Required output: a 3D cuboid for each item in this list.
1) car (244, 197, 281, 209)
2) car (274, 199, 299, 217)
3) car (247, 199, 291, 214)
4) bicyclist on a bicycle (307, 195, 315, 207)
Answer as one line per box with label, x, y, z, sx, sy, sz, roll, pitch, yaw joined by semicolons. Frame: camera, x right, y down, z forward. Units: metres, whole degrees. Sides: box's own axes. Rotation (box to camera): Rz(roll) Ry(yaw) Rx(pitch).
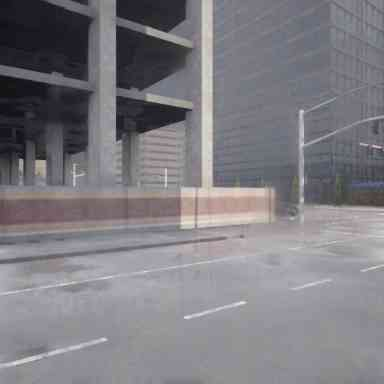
car;9.942;1.491;47.116;2.128;1.511;4.902;0;0;-36
car;8.063;1.564;31.496;1.994;1.385;4.181;0;0;-36
car;8.469;1.526;36.896;1.812;1.442;4.674;0;0;-36
bicyclist on a bicycle;16.533;1.301;46.187;1.656;1.620;0.582;0;0;-36
